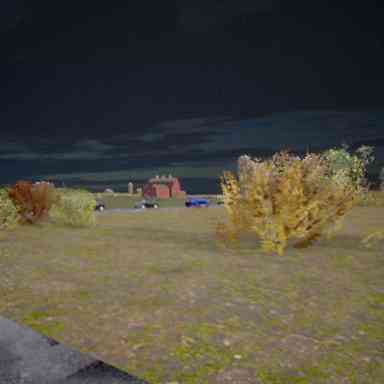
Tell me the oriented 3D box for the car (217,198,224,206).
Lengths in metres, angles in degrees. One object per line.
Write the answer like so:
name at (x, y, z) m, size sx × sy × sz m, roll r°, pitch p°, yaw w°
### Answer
car at (6.943, 1.972, 67.481) m, size 2.097 × 1.767 × 4.553 m, roll -1°, pitch -1°, yaw 36°

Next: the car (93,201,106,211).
car at (-13.895, 1.846, 44.687) m, size 1.837 × 1.490 × 4.892 m, roll -1°, pitch -1°, yaw 36°

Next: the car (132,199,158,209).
car at (-7.493, 1.967, 53.565) m, size 1.837 × 1.490 × 4.892 m, roll -1°, pitch -2°, yaw 36°

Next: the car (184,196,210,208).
car at (0.938, 1.727, 59.092) m, size 2.150 × 2.045 × 5.566 m, roll -1°, pitch -1°, yaw 36°
